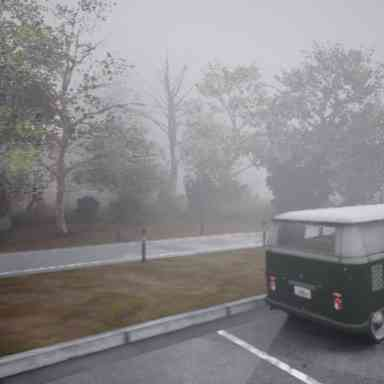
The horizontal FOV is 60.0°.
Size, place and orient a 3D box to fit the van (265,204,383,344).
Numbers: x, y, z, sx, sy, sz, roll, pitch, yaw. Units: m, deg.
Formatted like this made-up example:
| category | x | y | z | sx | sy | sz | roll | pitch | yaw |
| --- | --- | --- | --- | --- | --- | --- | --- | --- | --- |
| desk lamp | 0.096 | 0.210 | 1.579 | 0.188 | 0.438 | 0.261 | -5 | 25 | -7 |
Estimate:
| category | x | y | z | sx | sy | sz | roll | pitch | yaw |
| --- | --- | --- | --- | --- | --- | --- | --- | --- | --- |
| van | 3.507 | 1.255 | 6.399 | 4.442 | 1.987 | 1.878 | -1 | 0 | -34 |
